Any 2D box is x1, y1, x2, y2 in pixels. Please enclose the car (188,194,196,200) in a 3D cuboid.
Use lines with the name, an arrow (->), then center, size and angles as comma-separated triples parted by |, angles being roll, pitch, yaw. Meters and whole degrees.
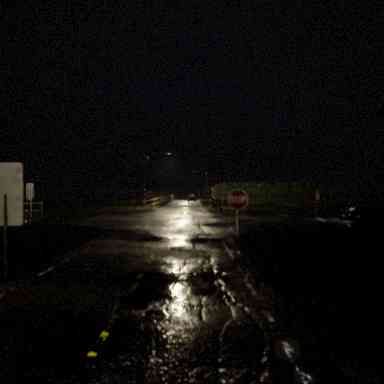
car -> -0.002, 1.237, 83.629 | 1.994, 1.385, 4.181 | 0, 0, 0

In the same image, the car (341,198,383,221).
car -> 14.085, 1.268, 25.838 | 4.553, 1.767, 2.097 | 0, 1, 5

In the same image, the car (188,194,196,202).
car -> -0.002, 1.465, 73.656 | 1.895, 1.301, 4.718 | 0, 0, 0
